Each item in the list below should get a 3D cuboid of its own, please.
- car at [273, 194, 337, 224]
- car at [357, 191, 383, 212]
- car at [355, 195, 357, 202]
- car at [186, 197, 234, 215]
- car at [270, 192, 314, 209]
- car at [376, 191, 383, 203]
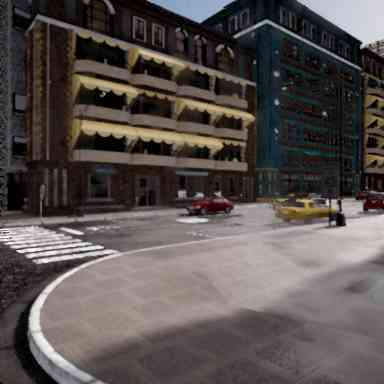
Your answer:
[{"bbox_3d":[6.928,1.043,19.786,4.829,1.417,1.752,-1,2,-39],"label":"car"},{"bbox_3d":[15.410,0.776,26.646,4.097,1.590,1.967,-1,2,-39],"label":"car"},{"bbox_3d":[23.015,0.552,43.585,4.507,1.381,1.887,-1,2,-39],"label":"car"},{"bbox_3d":[1.483,1.056,26.160,4.206,1.307,1.802,-1,2,-39],"label":"car"},{"bbox_3d":[9.964,0.817,33.023,4.829,1.417,1.752,-1,2,-39],"label":"car"},{"bbox_3d":[25.157,0.592,41.876,4.181,1.385,1.994,-1,1,-39],"label":"car"}]
